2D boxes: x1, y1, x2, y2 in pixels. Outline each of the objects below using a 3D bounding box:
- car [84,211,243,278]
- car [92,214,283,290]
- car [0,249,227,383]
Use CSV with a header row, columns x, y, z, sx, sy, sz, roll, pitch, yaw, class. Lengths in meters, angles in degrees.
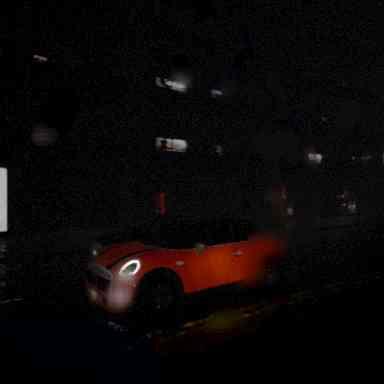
x,y,z,sx,sy,sz,roll,pitch,yaw,class
-0.813,1.525,11.090,4.902,1.511,2.128,0,0,-36,car
-0.036,1.377,7.651,4.553,1.767,2.097,0,0,-36,car
-2.348,1.472,1.766,5.008,1.535,1.882,0,0,-36,car
